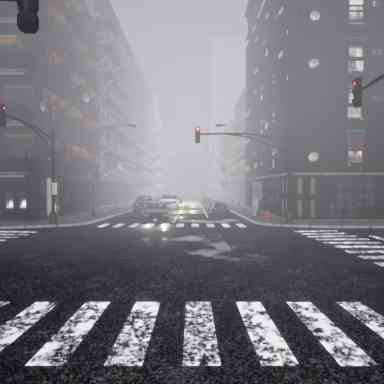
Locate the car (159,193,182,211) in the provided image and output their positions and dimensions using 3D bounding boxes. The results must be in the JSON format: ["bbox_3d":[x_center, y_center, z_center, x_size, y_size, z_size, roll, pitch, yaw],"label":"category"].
[{"bbox_3d":[-2.808,1.198,41.809,2.150,2.045,5.566,0,1,1],"label":"car"}]

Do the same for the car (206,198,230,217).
[{"bbox_3d":[2.593,1.572,31.439,1.802,1.307,4.206,-1,0,0],"label":"car"}]

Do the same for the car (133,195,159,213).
[{"bbox_3d":[-5.284,1.303,37.046,2.192,1.841,5.009,-1,0,0],"label":"car"}]

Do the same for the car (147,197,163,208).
[{"bbox_3d":[-5.269,1.508,47.951,1.752,1.417,4.829,-1,0,0],"label":"car"}]

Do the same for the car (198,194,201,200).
[{"bbox_3d":[2.645,1.551,75.752,1.802,1.307,4.206,-1,0,0],"label":"car"}]

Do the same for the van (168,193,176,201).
[{"bbox_3d":[-5.225,1.302,86.881,1.690,1.788,3.998,-1,0,0],"label":"van"}]

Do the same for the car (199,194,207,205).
[{"bbox_3d":[2.625,1.523,59.135,1.887,1.381,4.507,-1,0,0],"label":"car"}]

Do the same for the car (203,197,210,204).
[{"bbox_3d":[2.599,1.539,36.978,2.008,1.369,4.403,-1,0,0],"label":"car"}]

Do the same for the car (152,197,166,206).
[{"bbox_3d":[-5.261,1.563,53.658,1.802,1.307,4.206,-1,0,0],"label":"car"}]

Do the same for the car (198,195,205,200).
[{"bbox_3d":[2.665,1.539,92.370,1.802,1.307,4.206,-1,0,0],"label":"car"}]

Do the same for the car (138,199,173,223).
[{"bbox_3d":[-2.683,1.540,25.562,2.033,1.411,5.357,0,0,-3],"label":"car"}]

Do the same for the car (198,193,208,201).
[{"bbox_3d":[2.649,1.280,81.292,2.192,1.841,5.009,-1,0,0],"label":"car"}]

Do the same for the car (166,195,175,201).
[{"bbox_3d":[-5.229,1.490,81.174,1.752,1.417,4.829,-1,0,0],"label":"car"}]
